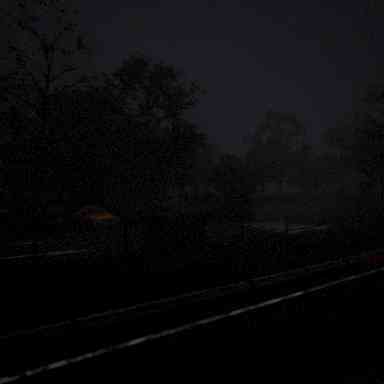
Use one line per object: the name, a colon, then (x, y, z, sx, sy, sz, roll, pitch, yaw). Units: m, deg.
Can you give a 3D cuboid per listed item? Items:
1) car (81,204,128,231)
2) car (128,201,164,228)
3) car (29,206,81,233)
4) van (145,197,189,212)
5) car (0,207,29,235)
car: (-6.435, 1.586, 21.920, 1.946, 1.575, 5.366, 0, 0, -36)
car: (-4.302, 1.629, 23.712, 2.163, 1.488, 4.792, 0, 0, -36)
car: (-8.816, 1.608, 20.480, 2.163, 1.488, 4.792, 0, 0, -36)
van: (-1.960, 1.385, 25.208, 1.878, 1.987, 4.442, 0, 0, -36)
car: (-11.052, 1.570, 18.837, 2.231, 1.521, 4.892, 0, 0, -36)
